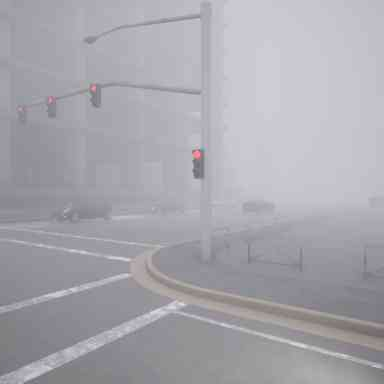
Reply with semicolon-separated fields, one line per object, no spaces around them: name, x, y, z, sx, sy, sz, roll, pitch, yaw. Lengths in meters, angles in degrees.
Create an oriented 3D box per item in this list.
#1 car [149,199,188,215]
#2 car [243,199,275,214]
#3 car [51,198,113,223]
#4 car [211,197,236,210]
car;-2.341;1.436;33.884;2.128;1.511;4.902;0;0;35
car;7.038;1.422;34.666;1.882;1.535;5.008;0;0;35
car;-8.343;1.296;25.419;2.097;1.767;4.553;0;0;36
car;3.776;1.422;42.503;1.882;1.535;5.008;0;0;36
